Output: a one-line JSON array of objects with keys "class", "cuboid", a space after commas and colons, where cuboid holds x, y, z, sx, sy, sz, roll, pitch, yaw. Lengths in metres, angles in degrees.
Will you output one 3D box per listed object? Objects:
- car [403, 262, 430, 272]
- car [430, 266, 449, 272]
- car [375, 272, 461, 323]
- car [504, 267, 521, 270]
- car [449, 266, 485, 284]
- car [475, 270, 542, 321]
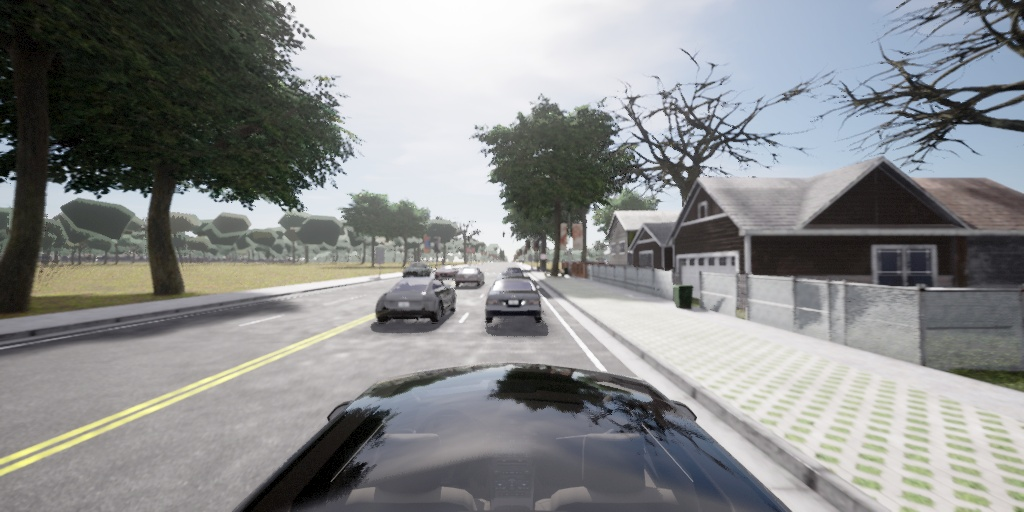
[{"class": "car", "cuboid": [-9.850, 1.457, 37.394, 2.097, 1.767, 4.553, 0, -1, 0]}, {"class": "car", "cuboid": [-6.603, 1.661, 36.551, 1.994, 1.385, 4.181, 0, -1, 0]}, {"class": "car", "cuboid": [-3.190, 1.421, 12.626, 1.994, 1.385, 4.181, 0, -1, 0]}, {"class": "car", "cuboid": [0.052, 1.558, 27.879, 2.033, 1.411, 5.357, 0, -1, 0]}, {"class": "car", "cuboid": [-3.198, 1.558, 27.879, 2.033, 1.411, 5.357, 0, -1, 0]}, {"class": "car", "cuboid": [0.059, 1.408, 12.873, 2.033, 1.411, 5.357, 0, -1, 0]}]
